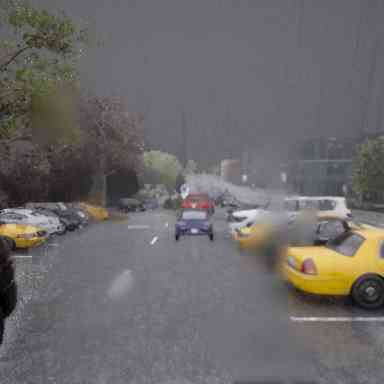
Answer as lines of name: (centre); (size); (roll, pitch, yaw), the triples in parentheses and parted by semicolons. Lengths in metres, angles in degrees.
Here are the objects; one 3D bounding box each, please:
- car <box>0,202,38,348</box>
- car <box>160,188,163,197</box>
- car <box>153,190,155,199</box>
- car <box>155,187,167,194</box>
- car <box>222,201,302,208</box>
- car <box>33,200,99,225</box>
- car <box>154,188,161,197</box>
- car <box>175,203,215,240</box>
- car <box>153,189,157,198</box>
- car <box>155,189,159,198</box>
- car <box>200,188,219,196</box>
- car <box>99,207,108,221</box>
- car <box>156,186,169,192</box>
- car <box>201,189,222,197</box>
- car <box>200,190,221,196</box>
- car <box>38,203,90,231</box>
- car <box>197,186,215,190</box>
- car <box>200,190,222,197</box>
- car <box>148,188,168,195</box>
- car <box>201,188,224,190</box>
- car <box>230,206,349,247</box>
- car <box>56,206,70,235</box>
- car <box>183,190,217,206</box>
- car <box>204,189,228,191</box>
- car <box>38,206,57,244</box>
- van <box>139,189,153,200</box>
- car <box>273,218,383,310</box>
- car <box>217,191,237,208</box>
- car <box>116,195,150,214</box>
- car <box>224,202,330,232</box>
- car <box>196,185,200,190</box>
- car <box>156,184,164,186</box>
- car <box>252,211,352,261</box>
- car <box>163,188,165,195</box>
car: (-3.600, 1.219, 2.568); (2.150, 2.045, 5.566); (0, 0, 0)
car: (-8.986, 0.566, 64.770); (5.366, 1.575, 1.946); (0, 1, 0)
car: (-8.811, 0.738, 53.486); (4.674, 1.452, 2.002); (0, 0, 0)
car: (-8.787, 0.282, 75.921); (4.892, 1.521, 2.231); (0, 2, 0)
car: (4.567, 1.515, 21.077); (4.792, 1.488, 2.163); (0, 0, 0)
car: (-8.574, 1.361, 20.951); (4.553, 1.767, 2.185); (0, 0, 0)
car: (-8.988, 0.612, 61.975); (5.366, 1.575, 1.946); (0, 1, 0)
car: (0.106, 1.529, 16.901); (1.812, 1.442, 4.674); (0, 0, 0)
car: (-8.809, 0.719, 56.271); (4.674, 1.452, 2.002); (0, 0, 0)
car: (-8.833, 0.681, 59.183); (4.792, 1.488, 2.163); (0, 1, 0)
car: (4.260, -0.044, 81.530); (4.553, 1.767, 2.185); (0, 2, 0)
car: (-8.538, 1.487, 23.723); (5.008, 1.535, 2.097); (0, 0, 0)
car: (-8.602, -0.027, 84.150); (5.366, 1.575, 1.946); (0, 2, 0)
car: (4.316, 0.240, 73.173); (4.553, 1.767, 2.185); (0, 2, 0)
car: (4.260, 0.214, 78.750); (4.792, 1.488, 2.163); (0, 2, 0)
car: (-8.513, 1.514, 18.306); (4.792, 1.488, 2.163); (0, 0, 0)
car: (4.249, 0.363, 62.025); (5.566, 2.045, 2.435); (0, 1, 0)
car: (4.316, 0.309, 75.964); (4.792, 1.488, 2.163); (0, 2, 0)
car: (-8.791, -0.144, 86.937); (5.008, 1.535, 2.097); (0, 3, 0)
car: (4.242, 0.552, 56.455); (4.553, 1.767, 2.185); (0, 1, 0)
car: (4.353, 1.478, 12.748); (5.366, 1.575, 1.946); (0, 0, 0)
car: (-8.539, 1.523, 15.536); (4.674, 1.452, 2.002); (0, 0, 0)
car: (0.610, 1.141, 29.658); (2.150, 2.045, 5.566); (1, 2, 10)
car: (4.299, 0.746, 50.887); (4.792, 1.488, 2.163); (0, 0, 0)
car: (-8.356, 1.479, 12.765); (5.366, 1.575, 1.946); (0, 0, 0)
van: (-8.684, 0.493, 50.811); (4.442, 1.987, 1.878); (1, 1, 0)
car: (4.724, 1.475, 7.196); (5.366, 1.575, 1.946); (0, 0, 0)
car: (3.740, 1.052, 38.309); (2.033, 1.411, 5.357); (-1, 2, -10)
car: (-6.197, 1.361, 33.452); (1.895, 1.301, 4.718); (-3, 4, -28)
car: (4.532, 1.484, 18.301); (5.008, 1.535, 2.097); (0, 0, 0)
car: (4.303, -0.280, 89.884); (5.008, 1.535, 2.097); (0, 3, 0)
car: (-8.811, -0.523, 89.712); (5.566, 2.045, 2.435); (0, 3, 0)
car: (4.532, 1.481, 9.972); (4.892, 1.521, 2.231); (0, 0, 0)
car: (-8.792, 0.447, 70.216); (5.008, 1.535, 2.097); (0, 1, 0)
